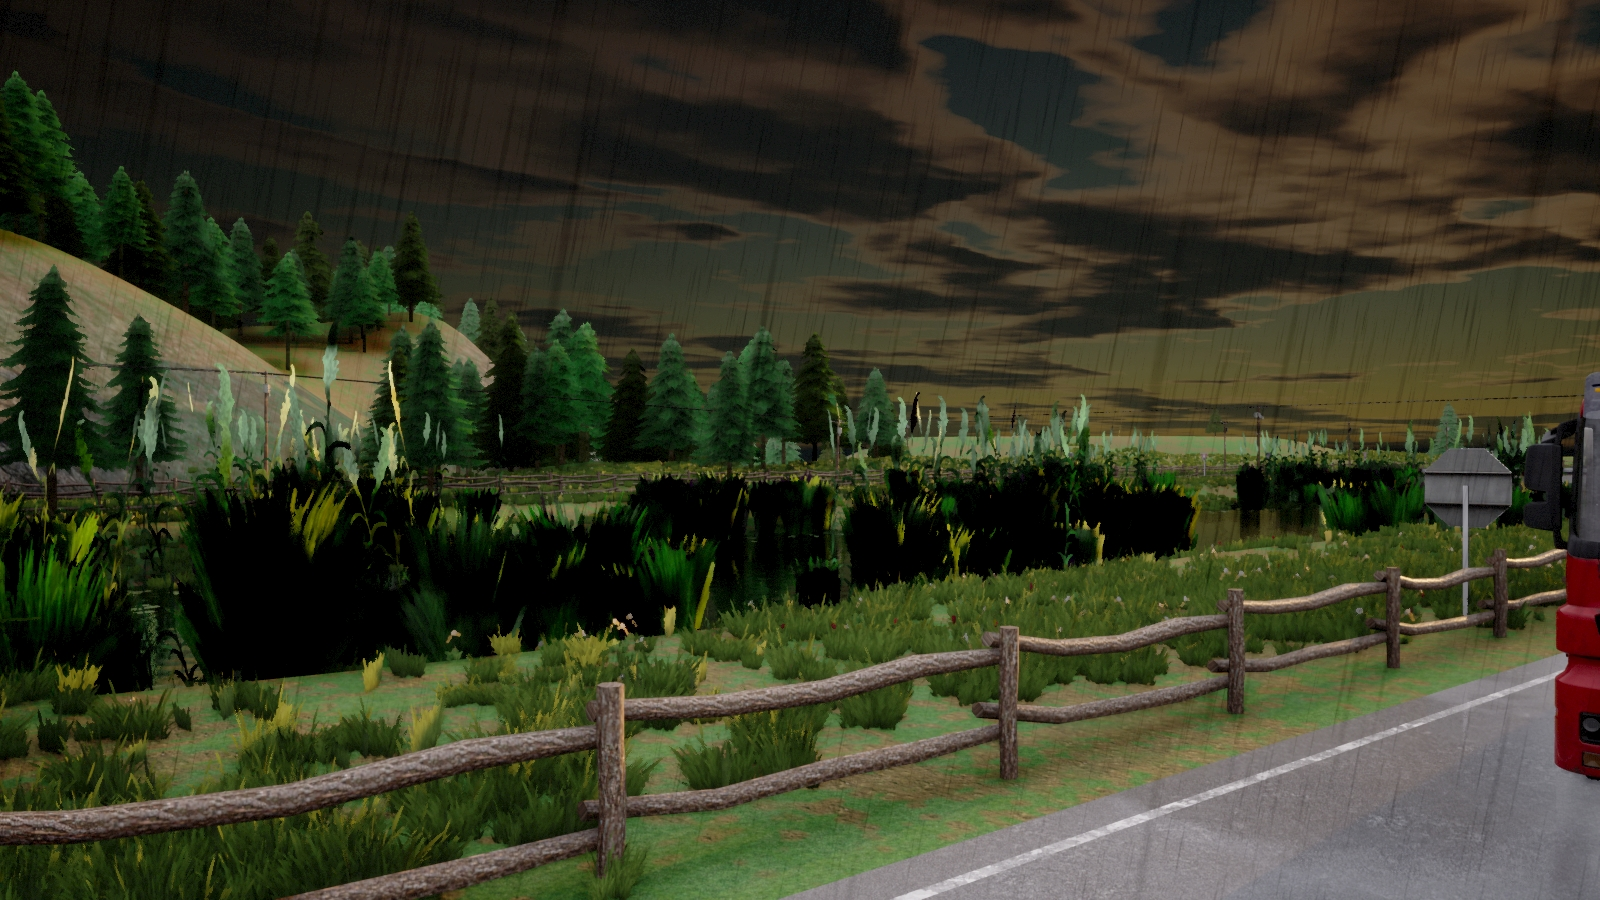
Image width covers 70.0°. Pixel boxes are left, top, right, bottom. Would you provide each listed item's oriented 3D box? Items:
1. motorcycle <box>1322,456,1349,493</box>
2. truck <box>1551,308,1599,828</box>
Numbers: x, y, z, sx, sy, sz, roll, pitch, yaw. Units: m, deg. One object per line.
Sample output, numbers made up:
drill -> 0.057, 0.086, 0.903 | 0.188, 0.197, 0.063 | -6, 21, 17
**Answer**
motorcycle -> 34.899, 1.577, 74.486 | 2.033, 2.348, 0.803 | 0, 0, -39
truck -> 9.477, 0.862, 10.935 | 2.891, 3.827, 8.468 | 0, 0, 40
